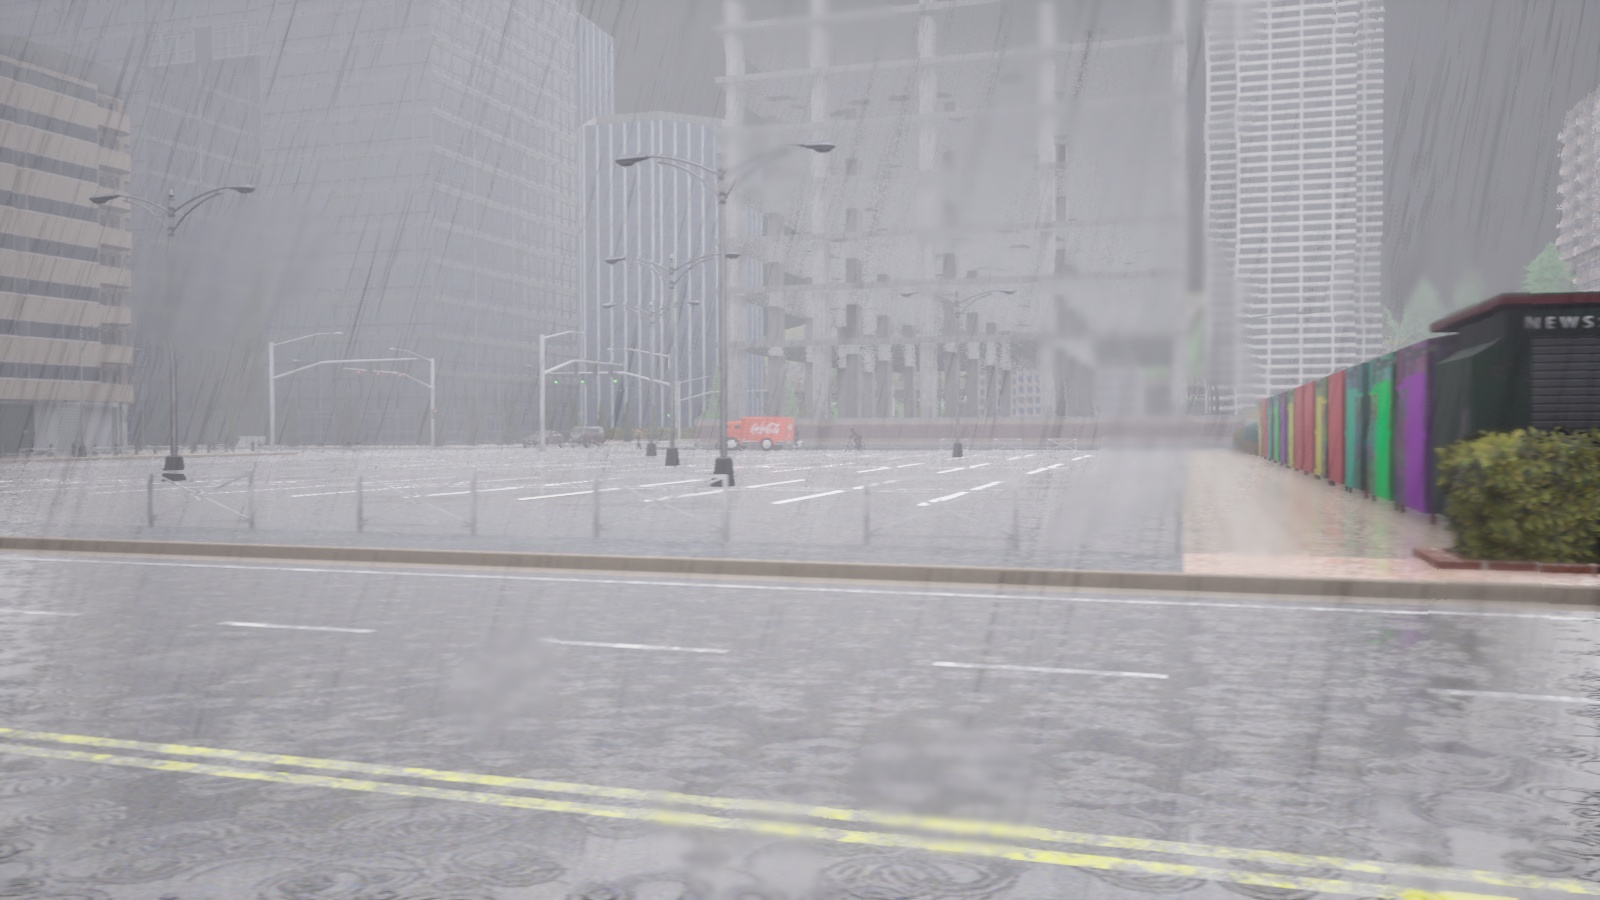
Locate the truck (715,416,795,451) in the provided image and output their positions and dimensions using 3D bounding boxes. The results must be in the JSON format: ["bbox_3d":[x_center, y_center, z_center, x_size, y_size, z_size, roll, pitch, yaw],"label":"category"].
[{"bbox_3d":[-3.241,-1.191,91.341,5.204,2.467,2.627,0,1,17],"label":"truck"}]
